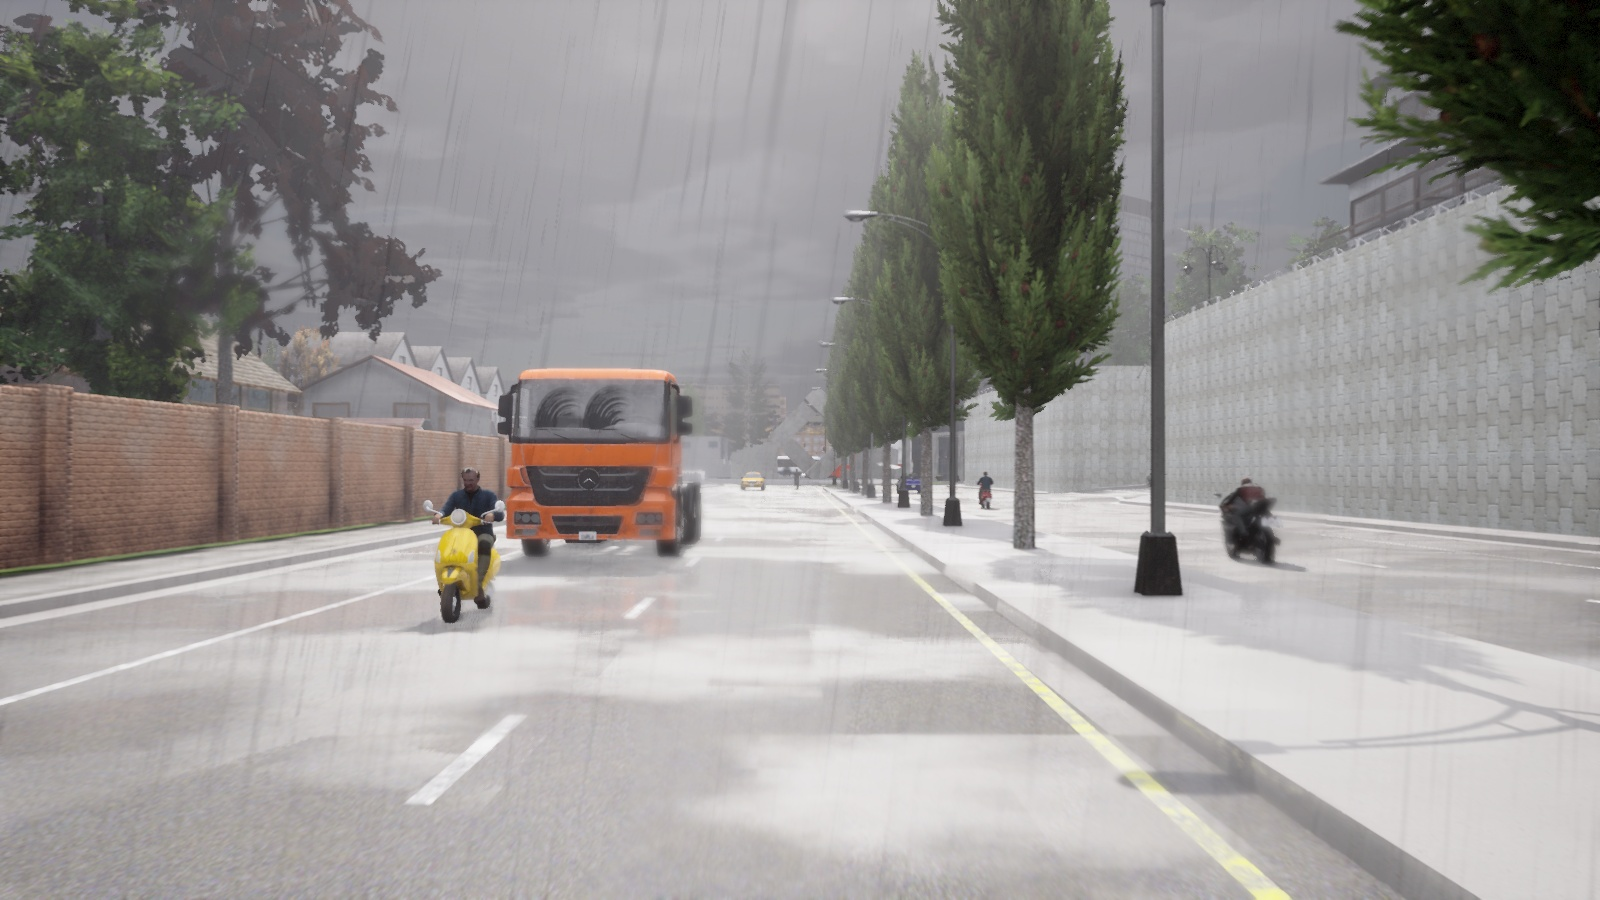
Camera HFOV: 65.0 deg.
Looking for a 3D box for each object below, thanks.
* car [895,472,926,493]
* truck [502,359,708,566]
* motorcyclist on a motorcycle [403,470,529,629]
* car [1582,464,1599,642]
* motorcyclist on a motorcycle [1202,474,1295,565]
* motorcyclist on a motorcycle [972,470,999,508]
[{"bbox_3d":[7.785,2.278,88.479,1.816,1.474,4.193,0,-1,0],"label":"car"},{"bbox_3d":[-3.565,0.266,25.051,2.891,3.462,7.936,0,-1,0],"label":"truck"},{"bbox_3d":[-3.533,1.007,13.446,0.866,1.590,1.817,0,-1,0],"label":"motorcyclist on a motorcycle"},{"bbox_3d":[7.978,0.861,8.655,1.801,1.575,5.366,0,-1,0],"label":"car"},{"bbox_3d":[7.946,1.192,22.364,0.866,1.530,2.191,0,-1,0],"label":"motorcyclist on a motorcycle"},{"bbox_3d":[7.870,1.631,53.408,0.866,1.590,1.817,0,-1,0],"label":"motorcyclist on a motorcycle"}]
